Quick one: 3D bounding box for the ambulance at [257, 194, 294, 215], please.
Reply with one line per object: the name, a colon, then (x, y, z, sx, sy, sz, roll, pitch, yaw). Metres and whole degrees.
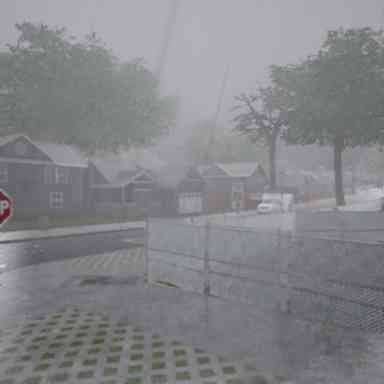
ambulance: (9.562, 1.447, 38.058, 2.351, 2.431, 6.366, -1, 0, 36)
